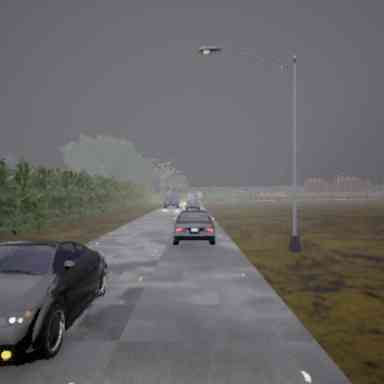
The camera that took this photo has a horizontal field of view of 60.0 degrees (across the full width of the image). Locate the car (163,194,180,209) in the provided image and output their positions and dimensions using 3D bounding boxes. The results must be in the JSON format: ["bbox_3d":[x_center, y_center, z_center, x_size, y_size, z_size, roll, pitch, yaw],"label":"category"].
[{"bbox_3d":[-2.848,1.341,47.232,2.150,2.045,5.566,0,0,0],"label":"car"}]

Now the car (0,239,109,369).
[{"bbox_3d":[-2.850,1.564,5.808,1.994,1.385,4.181,0,0,0],"label":"car"}]

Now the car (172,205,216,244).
[{"bbox_3d":[0.094,1.556,15.700,2.033,1.411,5.357,0,0,0],"label":"car"}]

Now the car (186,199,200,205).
[{"bbox_3d":[0.086,1.644,42.479,2.033,1.411,5.357,0,0,0],"label":"car"}]
